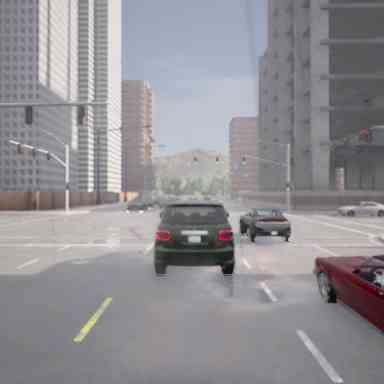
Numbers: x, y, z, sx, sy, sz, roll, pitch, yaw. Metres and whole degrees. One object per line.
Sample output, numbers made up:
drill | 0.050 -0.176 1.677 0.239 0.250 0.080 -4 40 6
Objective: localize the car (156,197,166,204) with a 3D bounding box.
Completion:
car | -6.774 1.825 73.280 1.837 1.490 4.892 0 0 1

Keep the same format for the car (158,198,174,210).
car | -3.731 1.724 48.980 1.837 1.490 4.892 0 0 1

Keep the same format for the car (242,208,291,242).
car | 3.544 1.567 16.802 2.128 1.511 4.902 0 0 0

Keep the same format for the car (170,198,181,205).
car | -3.353 1.866 68.122 1.994 1.385 4.181 0 0 1

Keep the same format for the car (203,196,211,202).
car | 3.934 1.887 86.592 1.837 1.490 4.892 0 0 1

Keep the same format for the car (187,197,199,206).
car | 0.181 1.777 63.872 2.128 1.511 4.902 0 0 1

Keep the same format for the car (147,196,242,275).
car | 0.069 1.267 10.754 2.150 2.045 5.566 0 -1 0

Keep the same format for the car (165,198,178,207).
car | -3.564 1.766 58.358 1.837 1.490 4.892 0 0 1

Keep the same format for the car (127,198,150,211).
car | -7.288 1.553 44.721 2.097 1.767 4.553 0 0 1

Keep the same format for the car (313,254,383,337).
car | 3.599 1.625 5.265 1.895 1.301 4.718 0 0 0

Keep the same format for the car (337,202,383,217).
car | 16.613 1.670 32.292 4.674 1.442 1.812 0 0 0

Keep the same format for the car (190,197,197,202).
car | 0.435 1.983 86.675 1.895 1.301 4.718 0 0 1

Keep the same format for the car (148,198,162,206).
car | -6.962 1.883 62.961 1.895 1.301 4.718 0 0 1

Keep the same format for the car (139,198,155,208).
car | -7.160 1.745 53.621 1.837 1.490 4.892 0 0 1
